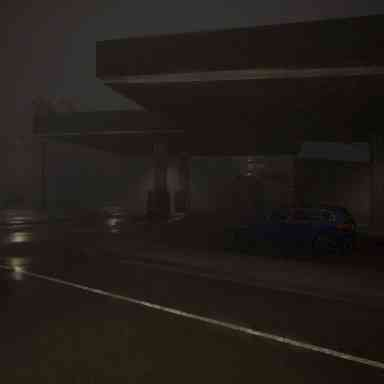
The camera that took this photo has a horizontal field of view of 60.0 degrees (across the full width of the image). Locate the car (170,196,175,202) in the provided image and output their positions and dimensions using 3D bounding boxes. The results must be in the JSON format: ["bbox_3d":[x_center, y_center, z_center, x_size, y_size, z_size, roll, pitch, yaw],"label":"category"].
[{"bbox_3d":[-3.242,1.500,78.840,4.892,1.490,1.837,0,0,-20],"label":"car"}]

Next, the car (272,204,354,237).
[{"bbox_3d":[6.567,1.456,18.137,3.806,1.475,1.970,0,0,35],"label":"car"}]

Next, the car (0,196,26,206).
[{"bbox_3d":[-30.727,1.504,56.407,1.837,1.490,4.892,-1,-1,34],"label":"car"}]

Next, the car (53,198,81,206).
[{"bbox_3d":[-19.756,1.564,52.780,1.994,1.385,4.181,0,0,35],"label":"car"}]

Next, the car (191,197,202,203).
[{"bbox_3d":[-0.190,1.564,65.082,4.181,1.385,1.994,0,0,-26],"label":"car"}]

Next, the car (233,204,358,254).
[{"bbox_3d":[3.886,1.295,12.999,4.611,1.667,2.242,0,0,35],"label":"car"}]
